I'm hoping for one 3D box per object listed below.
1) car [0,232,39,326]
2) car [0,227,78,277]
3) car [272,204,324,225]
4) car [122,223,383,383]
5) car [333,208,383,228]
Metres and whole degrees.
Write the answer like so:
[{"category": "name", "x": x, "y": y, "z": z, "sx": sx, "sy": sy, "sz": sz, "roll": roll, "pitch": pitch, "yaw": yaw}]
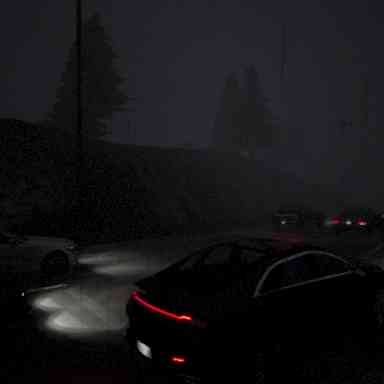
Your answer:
[{"category": "car", "x": -5.203, "y": 1.577, "z": 4.496, "sx": 5.357, "sy": 1.411, "sz": 2.033, "roll": 0, "pitch": 0, "yaw": -35}, {"category": "car", "x": -5.411, "y": 1.567, "z": 8.664, "sx": 4.674, "sy": 1.442, "sz": 1.812, "roll": 0, "pitch": 0, "yaw": -36}, {"category": "car", "x": 6.742, "y": 1.525, "z": 20.809, "sx": 2.128, "sy": 1.511, "sz": 4.902, "roll": 0, "pitch": 0, "yaw": 39}, {"category": "car", "x": 1.350, "y": 1.502, "z": 5.174, "sx": 4.902, "sy": 1.511, "sz": 2.128, "roll": 0, "pitch": 0, "yaw": -39}, {"category": "car", "x": 9.310, "y": 1.567, "z": 18.380, "sx": 2.033, "sy": 1.411, "sz": 5.357, "roll": 0, "pitch": 0, "yaw": 39}]
